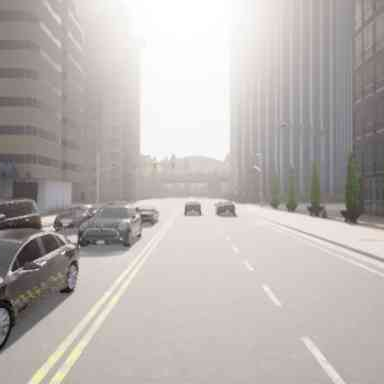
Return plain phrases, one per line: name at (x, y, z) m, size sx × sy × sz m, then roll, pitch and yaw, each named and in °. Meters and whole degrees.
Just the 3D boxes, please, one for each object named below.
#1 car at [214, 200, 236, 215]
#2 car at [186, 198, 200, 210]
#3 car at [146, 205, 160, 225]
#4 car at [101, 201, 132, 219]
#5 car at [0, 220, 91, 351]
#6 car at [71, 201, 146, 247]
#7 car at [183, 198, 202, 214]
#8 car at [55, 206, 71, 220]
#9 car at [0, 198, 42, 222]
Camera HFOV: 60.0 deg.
car at (3.496, 1.637, 35.079) m, size 1.837 × 1.490 × 4.892 m, roll 0°, pitch 0°, yaw 0°
car at (0.092, 1.657, 47.978) m, size 1.882 × 1.535 × 5.008 m, roll 0°, pitch 0°, yaw 0°
car at (-3.584, 1.695, 25.121) m, size 1.895 × 1.301 × 4.718 m, roll 0°, pitch 0°, yaw 0°
car at (-7.052, 1.623, 31.639) m, size 1.837 × 1.490 × 4.892 m, roll 0°, pitch 0°, yaw 0°
car at (-3.602, 1.527, 6.148) m, size 1.837 × 1.490 × 4.892 m, roll 0°, pitch 0°, yaw 0°
car at (-3.600, 1.409, 15.353) m, size 2.097 × 1.767 × 4.553 m, roll 0°, pitch 0°, yaw 0°
car at (0.092, 1.644, 36.716) m, size 1.837 × 1.490 × 4.892 m, roll 0°, pitch 0°, yaw 0°
car at (-7.094, 1.571, 21.200) m, size 2.128 × 1.511 × 4.902 m, roll 0°, pitch 0°, yaw 0°
car at (-7.100, 1.263, 11.241) m, size 2.150 × 2.045 × 5.566 m, roll 0°, pitch 0°, yaw 0°
